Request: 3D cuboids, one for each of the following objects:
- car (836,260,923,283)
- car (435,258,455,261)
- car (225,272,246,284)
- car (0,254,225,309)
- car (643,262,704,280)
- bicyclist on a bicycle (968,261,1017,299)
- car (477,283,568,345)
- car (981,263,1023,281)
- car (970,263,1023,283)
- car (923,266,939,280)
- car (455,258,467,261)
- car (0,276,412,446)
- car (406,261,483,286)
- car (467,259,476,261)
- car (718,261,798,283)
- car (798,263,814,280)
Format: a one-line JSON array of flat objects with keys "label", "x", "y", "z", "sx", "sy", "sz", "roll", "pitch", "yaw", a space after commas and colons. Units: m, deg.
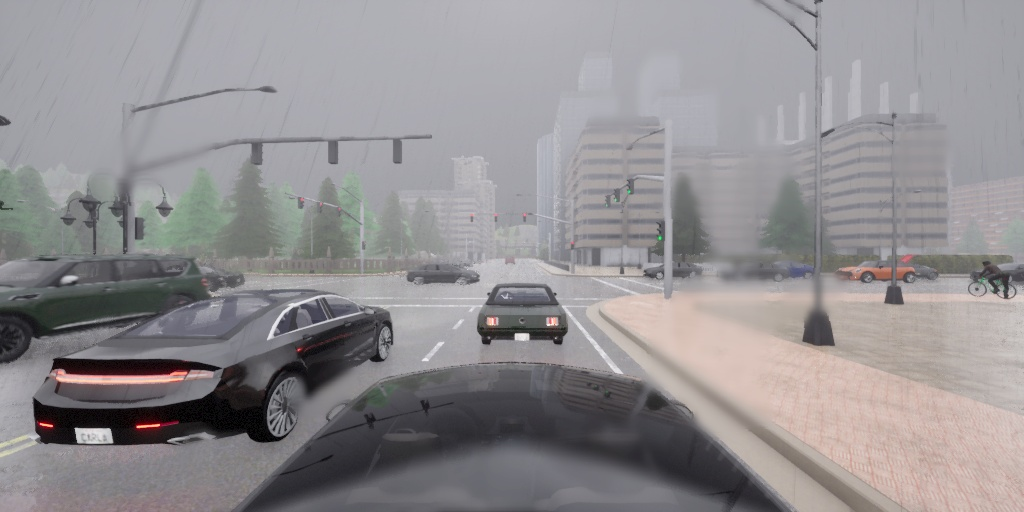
[{"label": "car", "x": 27.407, "y": 1.102, "z": 27.135, "sx": 4.553, "sy": 1.767, "sz": 2.097, "roll": 0, "pitch": 0, "yaw": 2}, {"label": "car", "x": -8.879, "y": 1.241, "z": 44.311, "sx": 2.128, "sy": 1.511, "sz": 4.902, "roll": 0, "pitch": 0, "yaw": 2}, {"label": "car", "x": -18.739, "y": 1.228, "z": 21.444, "sx": 5.008, "sy": 1.535, "sz": 1.882, "roll": 0, "pitch": 0, "yaw": 2}, {"label": "car", "x": -10.211, "y": 0.971, "z": 8.352, "sx": 2.150, "sy": 2.045, "sz": 5.566, "roll": 0, "pitch": 0, "yaw": 5}, {"label": "car", "x": 13.952, "y": 1.255, "z": 31.079, "sx": 4.892, "sy": 1.490, "sz": 1.837, "roll": 0, "pitch": 0, "yaw": 2}, {"label": "bicyclist on a bicycle", "x": 21.176, "y": 1.051, "z": 15.851, "sx": 0.582, "sy": 1.620, "sz": 1.656, "roll": 0, "pitch": 0, "yaw": 2}, {"label": "car", "x": 0.260, "y": 1.351, "z": 9.480, "sx": 1.895, "sy": 1.301, "sz": 4.718, "roll": 0, "pitch": 0, "yaw": 1}, {"label": "car", "x": 43.467, "y": 1.297, "z": 30.081, "sx": 5.357, "sy": 1.411, "sz": 2.033, "roll": 0, "pitch": 0, "yaw": 2}, {"label": "car", "x": 37.522, "y": 1.228, "z": 26.792, "sx": 5.008, "sy": 1.535, "sz": 1.882, "roll": 0, "pitch": 0, "yaw": 2}, {"label": "car", "x": 33.255, "y": 1.314, "z": 30.445, "sx": 4.181, "sy": 1.385, "sz": 1.994, "roll": 0, "pitch": 0, "yaw": 1}, {"label": "car", "x": -8.546, "y": 1.102, "z": 54.039, "sx": 2.097, "sy": 1.767, "sz": 4.553, "roll": 0, "pitch": 0, "yaw": 2}, {"label": "car", "x": -3.331, "y": 1.242, "z": 5.327, "sx": 2.128, "sy": 1.511, "sz": 4.902, "roll": 0, "pitch": 0, "yaw": 1}, {"label": "car", "x": -4.691, "y": 1.255, "z": 24.484, "sx": 4.892, "sy": 1.490, "sz": 1.837, "roll": 0, "pitch": 0, "yaw": 2}, {"label": "car", "x": -8.176, "y": 1.253, "z": 64.173, "sx": 1.837, "sy": 1.490, "sz": 4.892, "roll": 0, "pitch": 0, "yaw": 2}, {"label": "car", "x": 18.474, "y": 1.255, "z": 27.430, "sx": 4.892, "sy": 1.490, "sz": 1.837, "roll": 0, "pitch": 0, "yaw": 2}, {"label": "car", "x": 23.300, "y": 1.228, "z": 30.773, "sx": 5.008, "sy": 1.535, "sz": 1.882, "roll": 0, "pitch": 0, "yaw": 2}]
